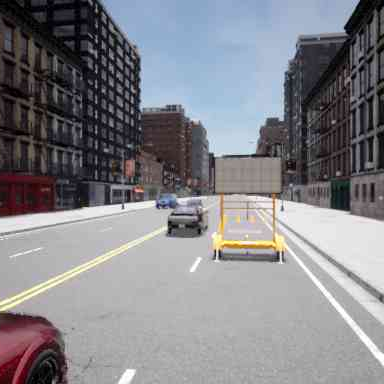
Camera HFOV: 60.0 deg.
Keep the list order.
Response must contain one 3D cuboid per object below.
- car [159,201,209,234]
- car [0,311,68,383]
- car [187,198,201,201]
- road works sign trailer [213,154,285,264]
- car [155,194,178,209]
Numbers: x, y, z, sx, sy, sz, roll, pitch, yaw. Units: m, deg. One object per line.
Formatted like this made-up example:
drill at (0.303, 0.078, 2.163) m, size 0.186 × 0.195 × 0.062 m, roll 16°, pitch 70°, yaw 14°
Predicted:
car at (-0.144, 1.492, 19.163) m, size 2.128 × 1.511 × 4.902 m, roll 0°, pitch 0°, yaw 8°
car at (-2.601, 1.563, 2.145) m, size 1.994 × 1.385 × 4.181 m, roll 0°, pitch 0°, yaw 8°
car at (0.350, 1.574, 46.702) m, size 1.994 × 1.385 × 4.181 m, roll 0°, pitch 0°, yaw 8°
road works sign trailer at (2.000, 0.465, 11.960) m, size 2.380 × 3.560 × 2.880 m, roll 0°, pitch 0°, yaw 8°
car at (-3.277, 1.233, 44.349) m, size 2.150 × 2.045 × 5.566 m, roll 0°, pitch 0°, yaw 8°
